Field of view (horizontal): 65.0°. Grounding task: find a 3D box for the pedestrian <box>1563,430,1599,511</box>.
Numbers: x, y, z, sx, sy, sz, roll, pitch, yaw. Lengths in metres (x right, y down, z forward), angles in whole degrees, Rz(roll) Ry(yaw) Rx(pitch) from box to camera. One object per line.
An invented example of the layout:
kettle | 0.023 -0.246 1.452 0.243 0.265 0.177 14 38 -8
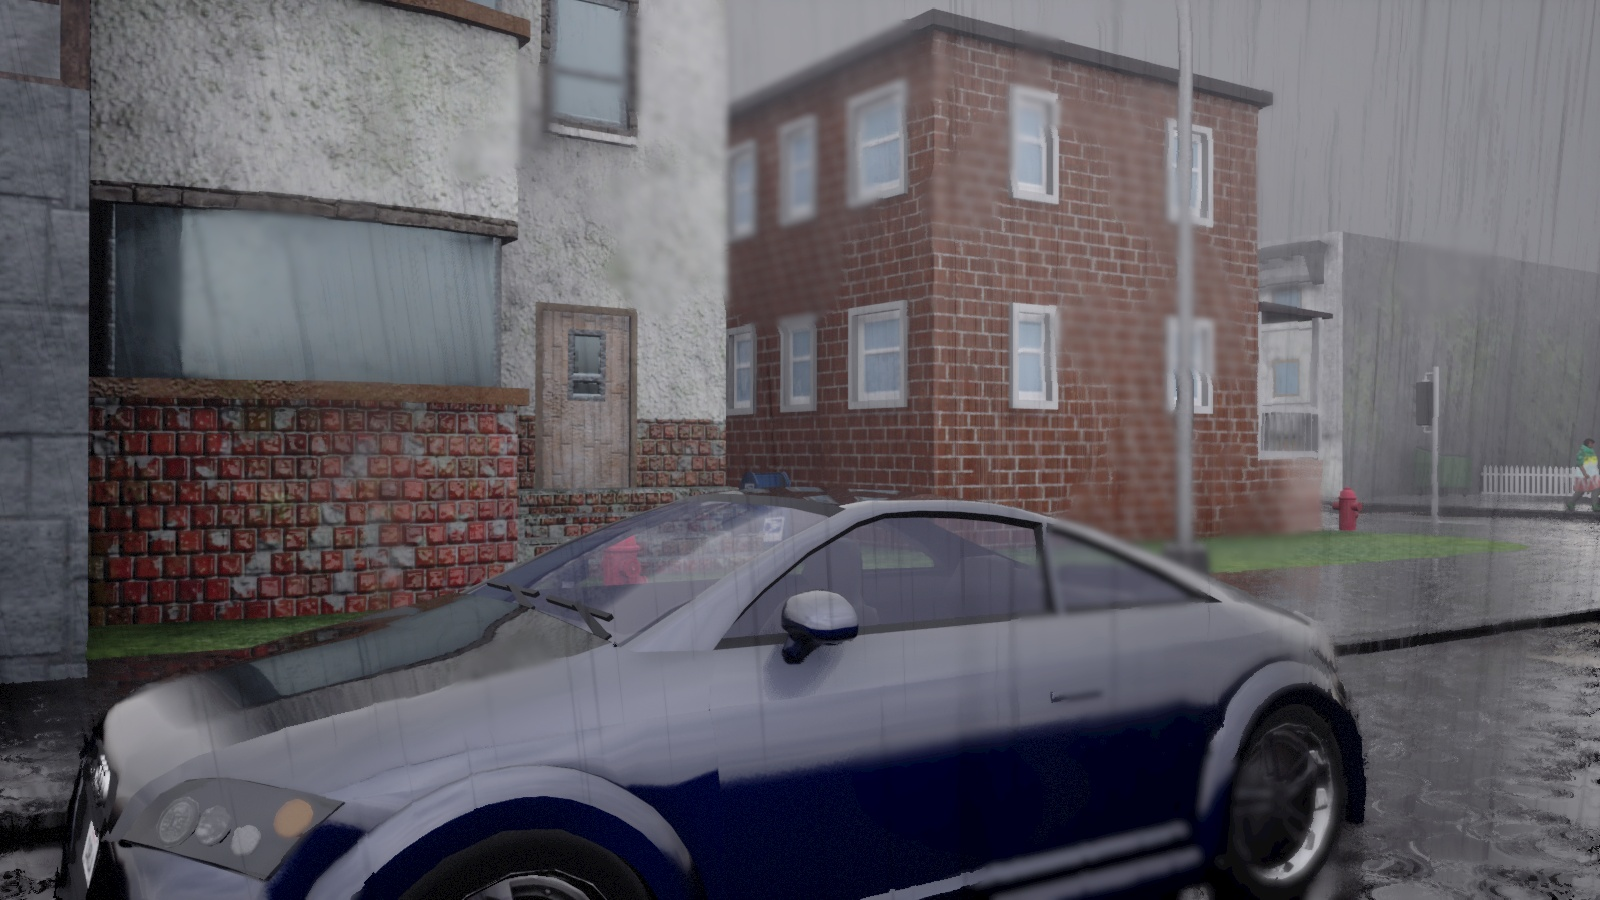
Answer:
pedestrian | 19.358 0.489 30.802 0.659 1.952 0.873 0 0 -20

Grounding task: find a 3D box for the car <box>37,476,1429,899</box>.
car | -0.072 0.819 4.179 4.181 1.385 1.994 0 0 -32
